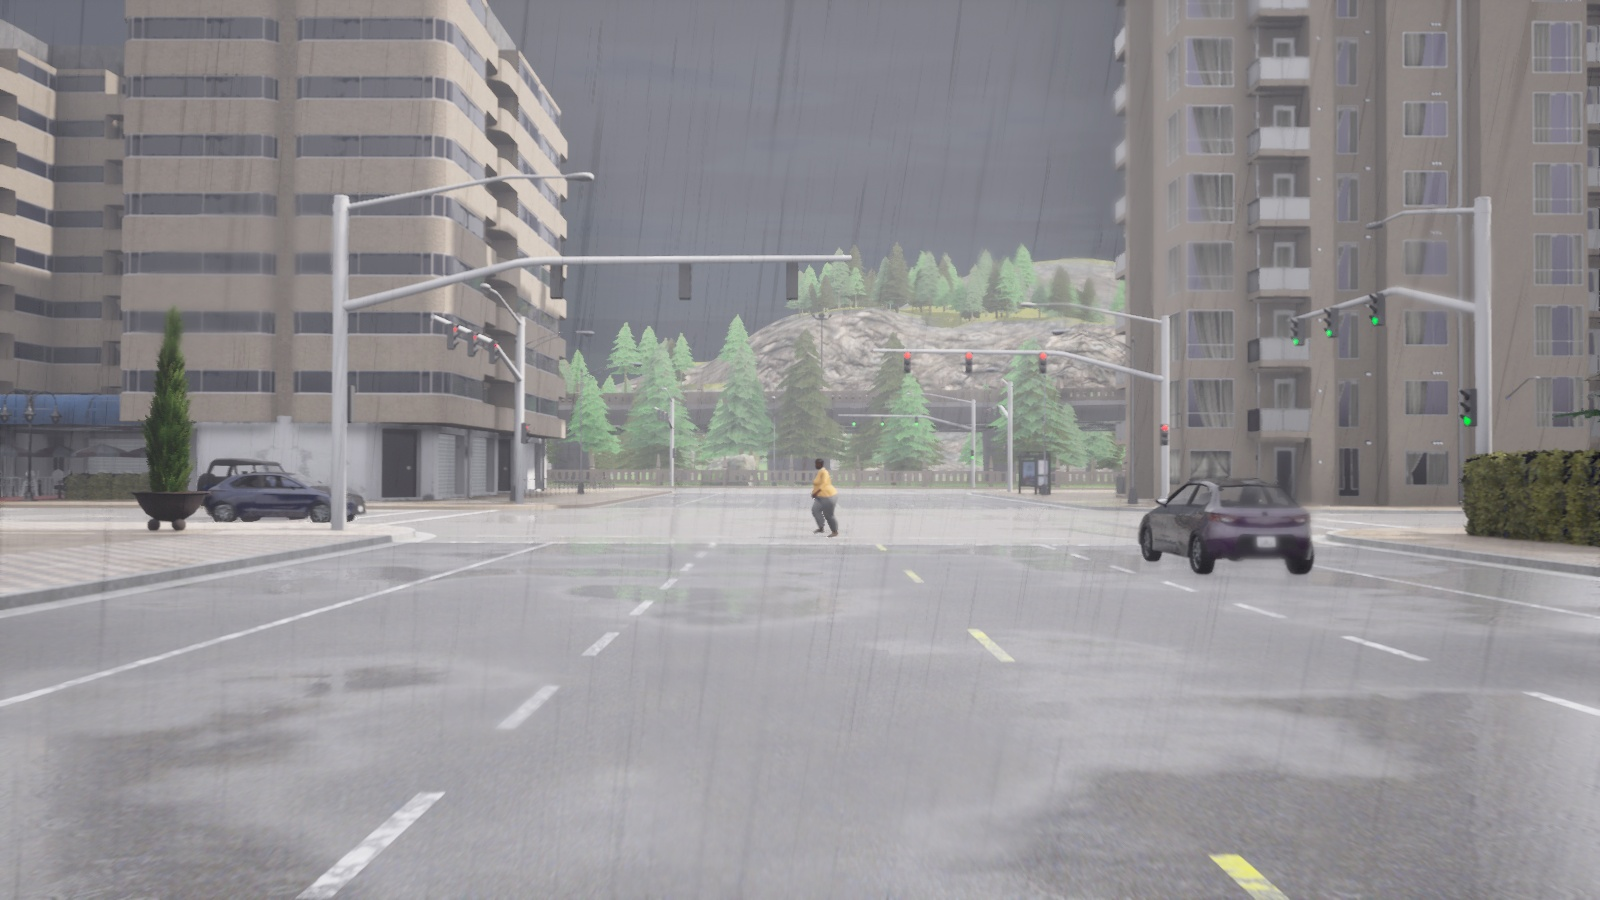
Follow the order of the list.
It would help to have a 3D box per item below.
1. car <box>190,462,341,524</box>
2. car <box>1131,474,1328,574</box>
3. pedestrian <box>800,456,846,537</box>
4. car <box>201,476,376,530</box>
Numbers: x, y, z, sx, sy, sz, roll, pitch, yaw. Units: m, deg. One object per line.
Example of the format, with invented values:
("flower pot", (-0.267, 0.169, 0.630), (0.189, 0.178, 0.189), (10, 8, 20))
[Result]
("car", (-16.605, 1.332, 39.149), (3.866, 1.878, 1.905), (0, -1, 0))
("car", (6.952, 1.149, 20.815), (1.816, 1.474, 4.193), (0, -1, 0))
("pedestrian", (0.528, 1.078, 29.243), (0.900, 1.855, 0.874), (0, -1, -12))
("car", (-14.434, 1.482, 35.572), (4.193, 1.474, 1.816), (0, -1, 2))
